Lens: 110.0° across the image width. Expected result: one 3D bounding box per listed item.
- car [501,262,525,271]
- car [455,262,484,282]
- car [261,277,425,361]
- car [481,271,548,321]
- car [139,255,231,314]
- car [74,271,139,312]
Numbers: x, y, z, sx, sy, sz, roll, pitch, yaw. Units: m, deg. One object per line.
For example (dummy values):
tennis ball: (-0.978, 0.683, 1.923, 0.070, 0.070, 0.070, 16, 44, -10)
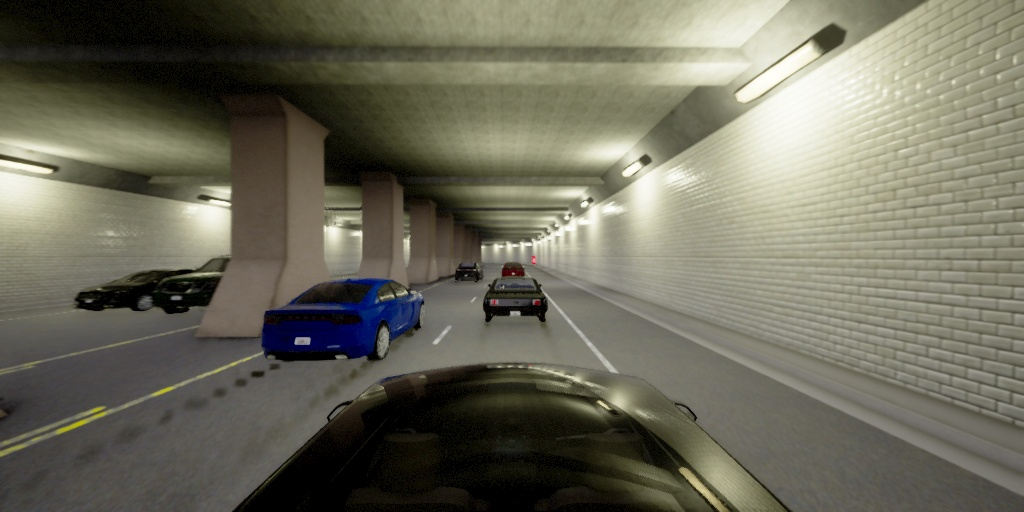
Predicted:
car: (0.101, 1.237, 30.504, 1.882, 1.535, 5.008, 0, 0, 0)
car: (-3.398, 1.250, 28.898, 2.128, 1.511, 4.902, 0, 0, 0)
car: (-3.400, 1.230, 8.295, 1.882, 1.535, 5.008, 0, 0, 0)
car: (0.100, 1.354, 12.413, 1.895, 1.301, 4.718, 0, 0, 0)
car: (-10.600, 0.975, 14.081, 2.150, 2.045, 5.566, 0, 0, 0)
car: (-14.099, 1.259, 14.370, 1.837, 1.490, 4.892, 0, 0, 0)
